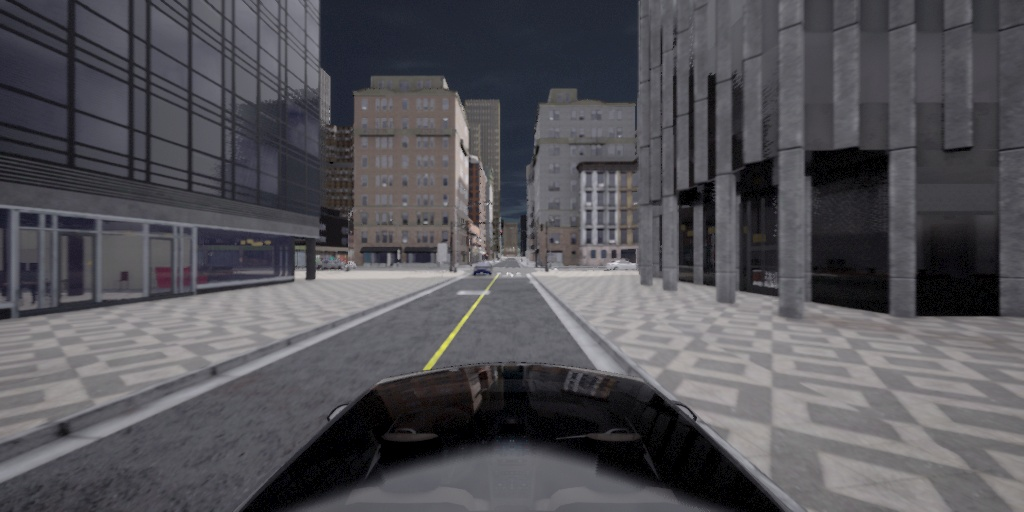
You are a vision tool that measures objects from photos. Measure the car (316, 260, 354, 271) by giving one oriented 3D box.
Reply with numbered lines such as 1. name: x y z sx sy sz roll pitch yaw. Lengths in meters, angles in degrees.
1. car: -23.165 1.318 46.837 4.902 1.511 2.128 1 0 0

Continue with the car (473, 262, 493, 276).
1. car: -2.985 1.314 37.847 2.033 1.411 5.357 0 0 0

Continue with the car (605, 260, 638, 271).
1. car: 14.576 1.289 46.713 4.674 1.442 1.812 0 0 0
